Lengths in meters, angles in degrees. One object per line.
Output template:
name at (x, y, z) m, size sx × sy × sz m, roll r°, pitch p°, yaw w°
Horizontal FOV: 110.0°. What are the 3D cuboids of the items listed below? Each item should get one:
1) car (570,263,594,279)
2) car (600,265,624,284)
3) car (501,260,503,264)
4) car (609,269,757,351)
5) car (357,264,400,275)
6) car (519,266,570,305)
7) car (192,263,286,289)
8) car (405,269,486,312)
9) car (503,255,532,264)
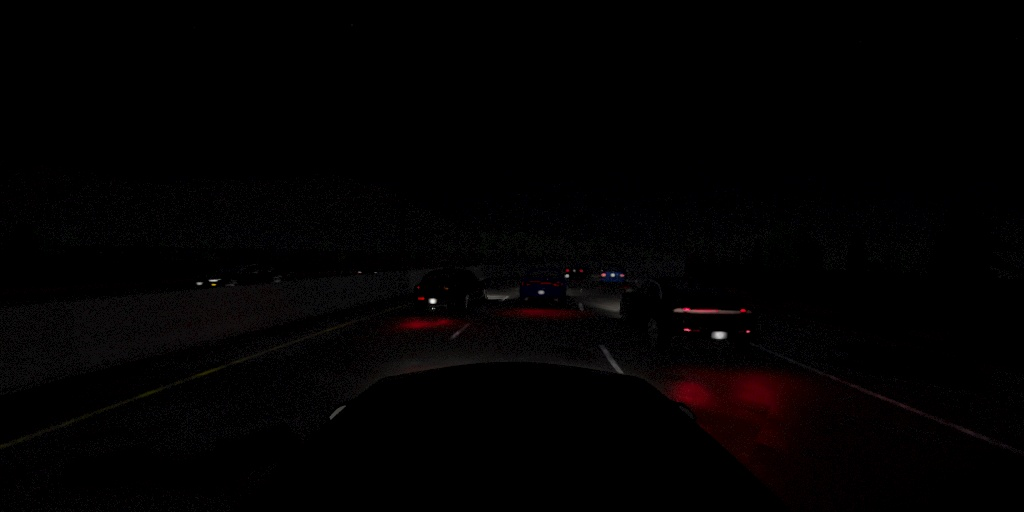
car at (6.398, 1.361, 33.830) m, size 2.033 × 1.411 × 5.357 m, roll 0°, pitch 0°, yaw 22°
car at (7.676, 1.365, 26.979) m, size 2.033 × 1.411 × 5.357 m, roll 0°, pitch 0°, yaw 18°
car at (0.413, 0.928, 60.384) m, size 2.150 × 2.045 × 5.566 m, roll 0°, pitch 0°, yaw 34°
car at (4.099, 1.273, 9.133) m, size 2.128 × 1.511 × 4.902 m, roll 0°, pitch 0°, yaw 5°
car at (-10.166, 1.305, 28.702) m, size 1.895 × 1.301 × 4.718 m, roll 0°, pitch 0°, yaw 16°
car at (1.532, 1.248, 16.246) m, size 1.882 × 1.535 × 5.008 m, roll 0°, pitch 0°, yaw 10°
car at (-15.581, 1.167, 20.771) m, size 1.837 × 1.490 × 4.892 m, roll 0°, pitch 0°, yaw 11°
car at (-2.307, 1.249, 14.318) m, size 1.837 × 1.490 × 4.892 m, roll 0°, pitch 0°, yaw 8°
car at (1.149, 1.141, 47.880) m, size 2.097 × 1.767 × 4.553 m, roll 0°, pitch 0°, yaw 28°
